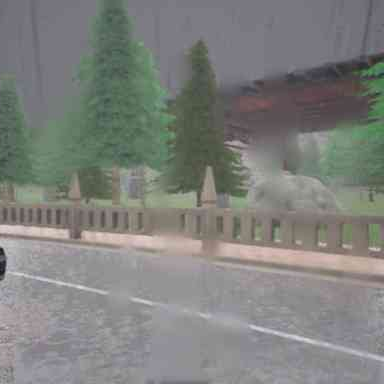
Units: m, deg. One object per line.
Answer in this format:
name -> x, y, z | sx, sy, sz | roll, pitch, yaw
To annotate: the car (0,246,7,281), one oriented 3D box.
car -> -6.286, 1.432, 7.588 | 4.892, 1.490, 1.837 | 0, 1, 29
